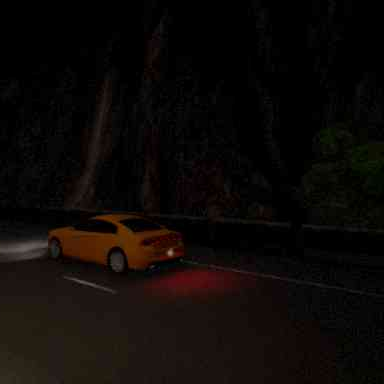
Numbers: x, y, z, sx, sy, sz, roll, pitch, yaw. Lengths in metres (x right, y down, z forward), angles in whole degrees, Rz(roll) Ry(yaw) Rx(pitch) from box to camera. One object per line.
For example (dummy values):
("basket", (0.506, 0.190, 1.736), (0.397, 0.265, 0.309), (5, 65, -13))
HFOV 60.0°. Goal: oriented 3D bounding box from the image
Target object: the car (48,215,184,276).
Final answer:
("car", (-2.542, 1.443, 10.393), (5.008, 1.535, 1.882), (1, 0, 37))
